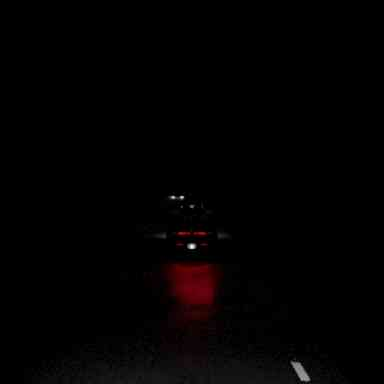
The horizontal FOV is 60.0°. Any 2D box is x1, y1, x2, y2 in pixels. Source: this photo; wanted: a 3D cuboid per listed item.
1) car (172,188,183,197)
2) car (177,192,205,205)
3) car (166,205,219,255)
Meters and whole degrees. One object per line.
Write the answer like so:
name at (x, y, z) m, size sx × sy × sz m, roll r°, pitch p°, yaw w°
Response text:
car at (-2.788, 0.049, 64.978) m, size 1.882 × 1.535 × 5.008 m, roll 0°, pitch 3°, yaw 0°
car at (0.009, 1.163, 28.319) m, size 2.097 × 1.767 × 4.553 m, roll 0°, pitch 1°, yaw 0°
car at (0.013, 1.520, 13.455) m, size 1.837 × 1.490 × 4.892 m, roll 0°, pitch 1°, yaw 0°
